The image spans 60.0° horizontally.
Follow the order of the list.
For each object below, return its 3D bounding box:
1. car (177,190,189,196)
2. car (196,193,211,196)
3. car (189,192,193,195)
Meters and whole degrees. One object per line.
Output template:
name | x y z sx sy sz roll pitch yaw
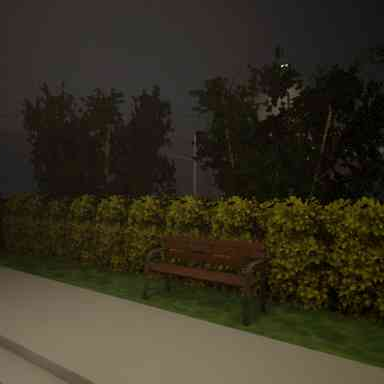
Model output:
car | -3.453 0.777 56.931 2.150 2.045 5.566 0 1 35
car | 3.585 0.731 66.912 1.882 1.535 5.008 0 1 35
car | -0.117 0.757 67.701 1.882 1.535 5.008 0 1 35
